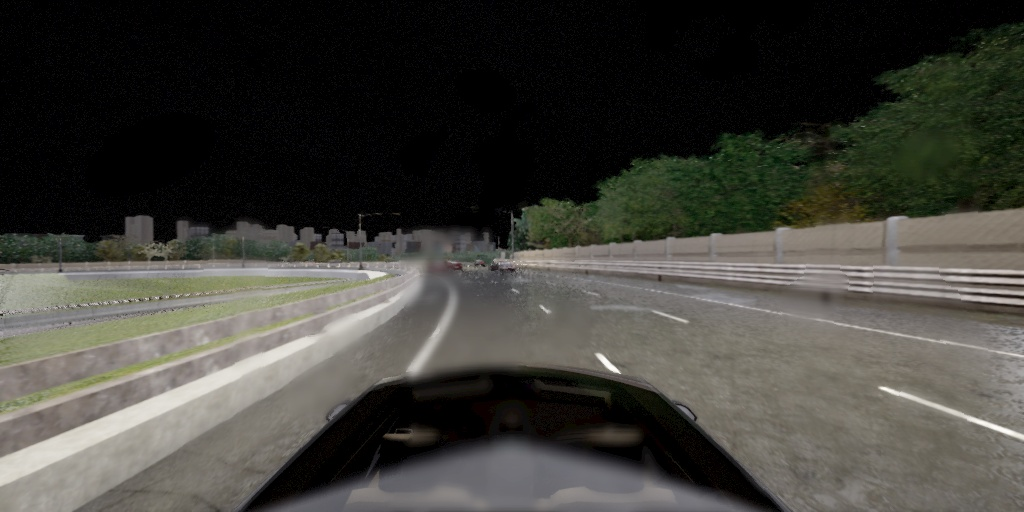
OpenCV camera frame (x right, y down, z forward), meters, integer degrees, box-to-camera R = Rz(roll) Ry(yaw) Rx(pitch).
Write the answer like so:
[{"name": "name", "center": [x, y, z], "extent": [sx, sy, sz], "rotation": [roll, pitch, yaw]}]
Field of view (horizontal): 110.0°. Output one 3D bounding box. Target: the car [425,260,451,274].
[{"name": "car", "center": [-9.774, 1.316, 45.914], "extent": [2.097, 1.767, 4.553], "rotation": [-1, 0, -25]}]

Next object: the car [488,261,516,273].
[{"name": "car", "center": [-1.291, 1.333, 44.381], "extent": [2.033, 1.411, 5.357], "rotation": [-1, 0, -23]}]

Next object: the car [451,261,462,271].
[{"name": "car", "center": [-8.730, 1.422, 51.747], "extent": [1.882, 1.535, 5.008], "rotation": [-1, 0, -28]}]
